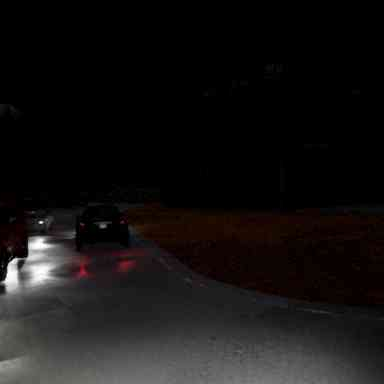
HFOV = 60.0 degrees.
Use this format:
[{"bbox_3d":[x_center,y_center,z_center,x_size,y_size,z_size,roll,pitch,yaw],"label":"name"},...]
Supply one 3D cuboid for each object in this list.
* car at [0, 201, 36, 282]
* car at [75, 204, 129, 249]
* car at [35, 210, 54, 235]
[{"bbox_3d":[-6.422,1.335,10.015,2.150,2.045,5.566,-2,0,-18],"label":"car"},{"bbox_3d":[-4.136,1.379,15.060,2.097,1.767,4.553,-2,0,-18],"label":"car"},{"bbox_3d":[-9.470,1.775,19.801,1.895,1.301,4.718,-2,0,-17],"label":"car"}]
